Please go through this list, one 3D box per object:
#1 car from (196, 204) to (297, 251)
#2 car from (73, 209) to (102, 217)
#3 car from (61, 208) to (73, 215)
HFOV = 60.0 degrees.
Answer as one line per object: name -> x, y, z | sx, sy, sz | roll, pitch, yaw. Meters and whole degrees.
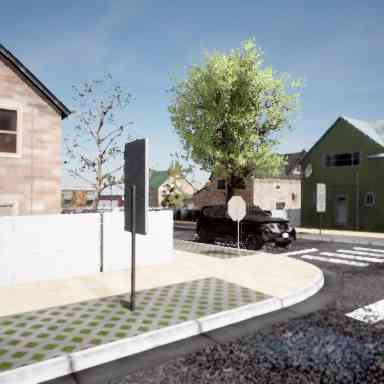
car -> 2.408, 1.616, 16.458 | 2.150, 2.045, 5.566 | 0, -3, -35
car -> -10.273, 2.725, 34.582 | 2.128, 1.511, 4.902 | 0, -3, -35
car -> -19.767, 3.414, 53.096 | 2.097, 1.767, 4.553 | 0, -3, -35
